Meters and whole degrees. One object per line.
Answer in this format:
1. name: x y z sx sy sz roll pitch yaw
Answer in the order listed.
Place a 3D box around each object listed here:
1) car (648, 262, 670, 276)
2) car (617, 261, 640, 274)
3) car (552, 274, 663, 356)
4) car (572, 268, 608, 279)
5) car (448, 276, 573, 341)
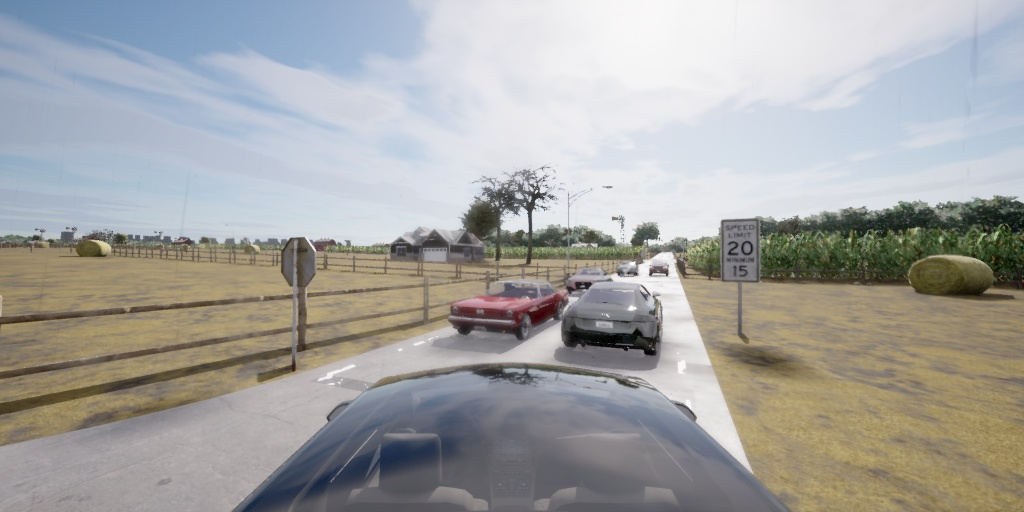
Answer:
1. car: 15.517 1.341 37.850 1.812 1.442 4.674 0 0 24
2. car: 12.077 1.314 37.110 2.128 1.511 4.902 0 0 25
3. car: 2.630 1.326 8.886 1.994 1.385 4.181 0 0 24
4. car: 4.340 1.355 19.770 1.994 1.385 4.181 0 0 24
5. car: 0.150 1.373 10.322 1.895 1.301 4.718 0 0 24
